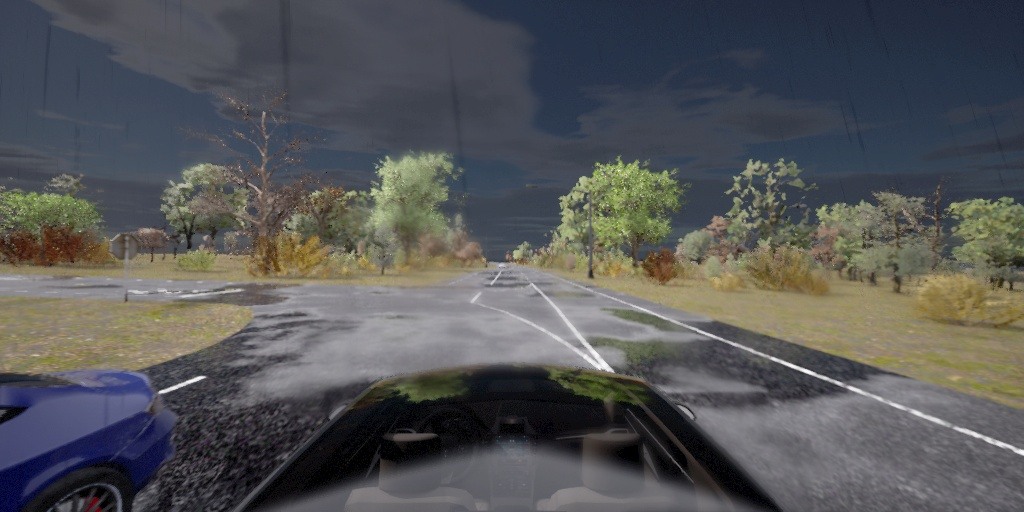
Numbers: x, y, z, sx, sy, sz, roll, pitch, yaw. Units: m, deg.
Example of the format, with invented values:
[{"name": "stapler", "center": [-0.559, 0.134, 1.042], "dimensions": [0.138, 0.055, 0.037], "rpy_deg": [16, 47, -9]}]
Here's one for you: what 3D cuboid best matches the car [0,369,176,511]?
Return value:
[{"name": "car", "center": [-3.501, 1.269, 0.857], "dimensions": [1.812, 1.442, 4.674], "rpy_deg": [0, -1, 0]}]
